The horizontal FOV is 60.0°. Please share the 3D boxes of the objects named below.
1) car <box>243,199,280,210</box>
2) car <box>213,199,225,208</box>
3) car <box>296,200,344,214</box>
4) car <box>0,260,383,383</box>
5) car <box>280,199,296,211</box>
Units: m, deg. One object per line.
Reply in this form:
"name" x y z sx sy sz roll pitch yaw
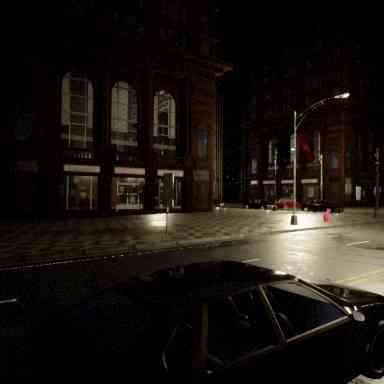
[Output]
"car" 9.105 1.722 45.245 1.837 1.490 4.892 1 -1 -35
"car" 3.349 1.789 53.358 1.812 1.442 4.674 1 -1 -35
"car" 14.594 1.679 37.507 1.837 1.490 4.892 1 -1 -35
"car" 0.423 1.548 3.744 5.357 1.411 2.033 0 0 -36
"car" 12.415 1.727 46.109 1.882 1.535 5.008 1 -1 -35
